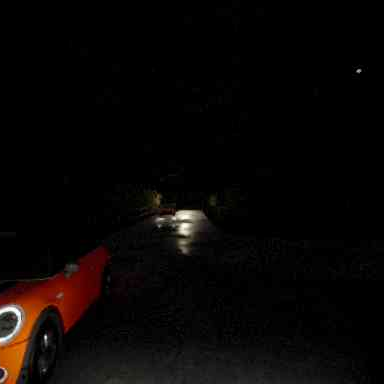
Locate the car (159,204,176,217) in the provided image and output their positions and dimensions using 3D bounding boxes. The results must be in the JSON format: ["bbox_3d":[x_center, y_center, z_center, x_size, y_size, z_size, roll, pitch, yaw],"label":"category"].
[{"bbox_3d":[-2.899,2.195,40.020,1.882,1.535,5.008,0,-1,0],"label":"car"}]

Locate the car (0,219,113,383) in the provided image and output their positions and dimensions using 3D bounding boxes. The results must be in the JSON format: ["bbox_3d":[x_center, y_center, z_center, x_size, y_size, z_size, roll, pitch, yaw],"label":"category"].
[{"bbox_3d":[-2.768,1.418,5.379,2.097,1.767,4.553,0,-1,0],"label":"car"}]
